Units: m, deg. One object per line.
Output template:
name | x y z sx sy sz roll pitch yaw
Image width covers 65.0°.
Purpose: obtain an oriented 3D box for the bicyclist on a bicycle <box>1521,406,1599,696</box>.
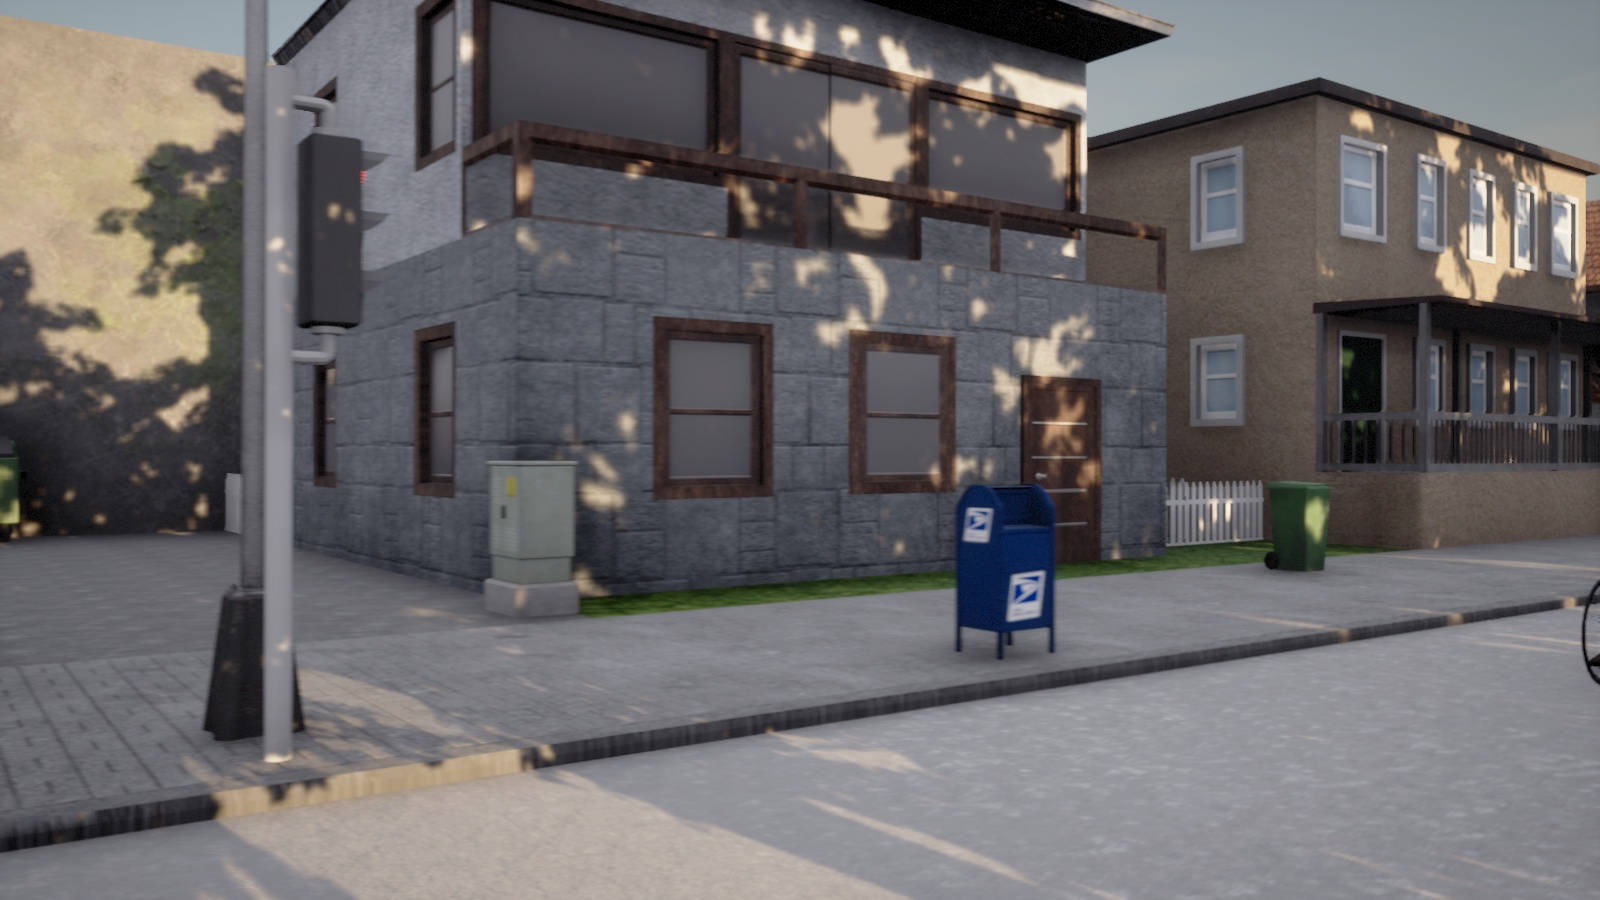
bicyclist on a bicycle | 5.573 0.625 8.334 1.843 1.776 0.659 0 0 -36
